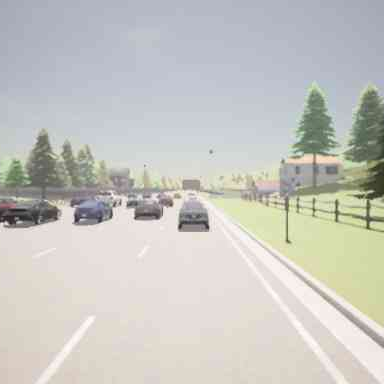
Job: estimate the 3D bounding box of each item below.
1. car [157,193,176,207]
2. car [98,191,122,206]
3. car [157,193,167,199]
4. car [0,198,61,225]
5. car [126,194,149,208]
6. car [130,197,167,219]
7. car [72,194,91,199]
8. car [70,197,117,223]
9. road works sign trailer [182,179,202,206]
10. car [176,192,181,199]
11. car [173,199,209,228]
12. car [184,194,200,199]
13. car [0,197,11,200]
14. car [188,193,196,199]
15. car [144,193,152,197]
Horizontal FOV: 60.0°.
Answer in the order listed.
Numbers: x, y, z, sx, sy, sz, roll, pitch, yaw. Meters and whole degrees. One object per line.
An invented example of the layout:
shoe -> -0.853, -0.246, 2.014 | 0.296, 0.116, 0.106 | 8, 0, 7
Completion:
car -> -3.415, 1.168, 44.062 | 1.812, 1.442, 4.674 | 0, 0, 0
car -> -10.400, 0.878, 42.250 | 2.150, 2.045, 5.566 | 0, 0, 0
car -> -7.003, 0.926, 77.292 | 1.994, 1.385, 4.181 | 0, 0, 0
car -> -10.400, 1.324, 22.164 | 1.837, 1.490, 4.892 | 0, 0, 0
car -> -6.902, 1.264, 41.535 | 1.895, 1.301, 4.718 | 0, 0, 0
car -> -3.400, 1.346, 26.816 | 1.994, 1.385, 4.181 | 0, 0, 0
car -> -13.901, 1.005, 42.718 | 2.097, 1.767, 4.553 | 0, 0, 0
car -> -6.915, 1.333, 23.610 | 1.812, 1.442, 4.674 | 0, 0, 0
road works sign trailer -> -0.160, 0.086, 45.322 | 2.380, 3.560, 2.880 | 0, 0, -1
car -> -3.503, 0.835, 79.374 | 1.882, 1.535, 5.008 | 0, 0, 0
car -> 0.099, 1.378, 20.769 | 2.033, 1.411, 5.357 | 0, 0, 0
car -> 0.041, 1.185, 41.677 | 1.812, 1.442, 4.674 | 0, 1, -2
car -> -13.900, 1.154, 24.396 | 2.097, 1.767, 4.553 | 0, 1, 0
car -> -0.003, 0.906, 79.792 | 1.994, 1.385, 4.181 | 0, 0, 0
car -> -10.503, 0.923, 77.675 | 1.994, 1.385, 4.181 | 0, 0, 0
